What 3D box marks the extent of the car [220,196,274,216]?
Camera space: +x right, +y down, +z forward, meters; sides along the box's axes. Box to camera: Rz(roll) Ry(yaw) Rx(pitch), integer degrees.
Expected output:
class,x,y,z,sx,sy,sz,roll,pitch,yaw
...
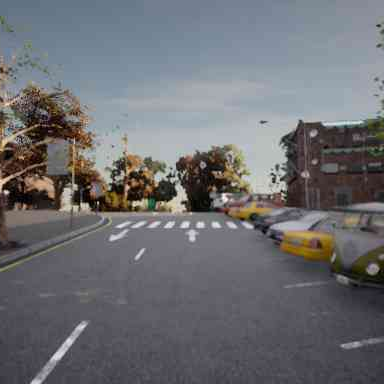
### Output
class,x,y,z,sx,sy,sz,roll,pitch,yaw
car,5.225,1.281,31.794,4.553,1.767,2.185,1,-1,-21

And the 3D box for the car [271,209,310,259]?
class,x,y,z,sx,sy,sz,roll,pitch,yaw
car,5.481,1.459,10.686,5.366,1.575,1.946,1,0,-20

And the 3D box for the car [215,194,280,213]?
class,x,y,z,sx,sy,sz,roll,pitch,yaw
car,5.264,1.163,28.743,5.566,2.045,2.435,1,0,-21

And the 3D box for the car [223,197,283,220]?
class,x,y,z,sx,sy,sz,roll,pitch,yaw
car,5.481,1.422,25.795,5.366,1.575,1.946,1,0,-20

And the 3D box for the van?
class,x,y,z,sx,sy,sz,roll,pitch,yaw
van,5.185,1.240,7.555,4.442,1.987,1.878,1,0,-20

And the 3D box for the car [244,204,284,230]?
class,x,y,z,sx,sy,sz,roll,pitch,yaw
car,5.321,1.485,16.675,4.674,1.452,2.002,1,0,-20

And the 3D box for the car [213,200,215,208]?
class,x,y,z,sx,sy,sz,roll,pitch,yaw
car,5.144,1.297,37.771,5.566,2.045,2.435,2,-5,-20

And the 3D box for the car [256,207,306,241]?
class,x,y,z,sx,sy,sz,roll,pitch,yaw
car,5.325,1.492,13.647,4.674,1.452,2.002,1,0,-20

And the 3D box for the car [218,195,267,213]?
class,x,y,z,sx,sy,sz,roll,pitch,yaw
car,5.237,1.312,34.819,4.553,1.767,2.185,2,-3,-21
